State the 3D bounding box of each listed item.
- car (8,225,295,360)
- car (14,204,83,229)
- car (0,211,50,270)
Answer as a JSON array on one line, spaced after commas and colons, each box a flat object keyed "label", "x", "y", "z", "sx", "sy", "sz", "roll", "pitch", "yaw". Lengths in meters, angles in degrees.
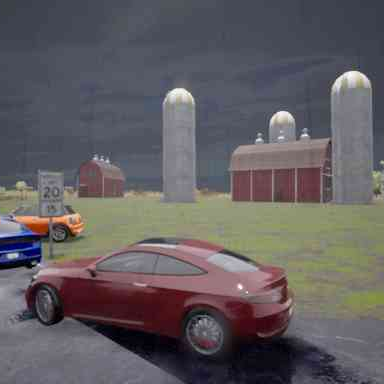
[{"label": "car", "x": -0.671, "y": 1.529, "z": 5.758, "sx": 4.674, "sy": 1.442, "sz": 1.812, "roll": 0, "pitch": 0, "yaw": 23}, {"label": "car", "x": -7.654, "y": 1.371, "z": 15.858, "sx": 4.553, "sy": 1.767, "sz": 2.097, "roll": 0, "pitch": 0, "yaw": -4}, {"label": "car", "x": -6.405, "y": 1.480, "z": 10.204, "sx": 5.008, "sy": 1.535, "sz": 1.882, "roll": 0, "pitch": 0, "yaw": 43}]
